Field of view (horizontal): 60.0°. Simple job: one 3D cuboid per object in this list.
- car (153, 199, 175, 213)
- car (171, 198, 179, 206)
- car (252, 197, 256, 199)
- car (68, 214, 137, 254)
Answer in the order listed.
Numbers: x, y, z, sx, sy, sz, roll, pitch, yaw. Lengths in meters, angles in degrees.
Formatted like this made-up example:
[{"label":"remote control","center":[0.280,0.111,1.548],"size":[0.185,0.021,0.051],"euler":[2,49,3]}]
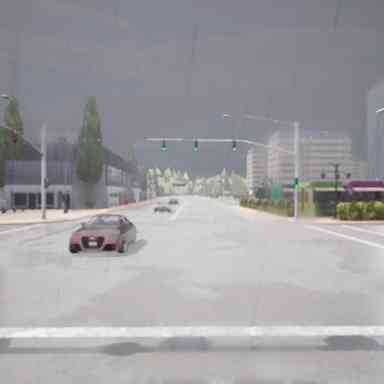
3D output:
[{"label":"car","center":[-3.475,1.790,39.636],"size":[1.895,1.301,4.718],"euler":[0,0,0]},{"label":"car","center":[-3.459,1.831,64.110],"size":[2.033,1.411,5.357],"euler":[0,0,0]},{"label":"car","center":[17.843,1.553,84.079],"size":[3.866,1.878,1.905],"euler":[0,0,-1]},{"label":"car","center":[-3.491,1.630,13.692],"size":[1.994,1.385,4.181],"euler":[0,0,0]}]
